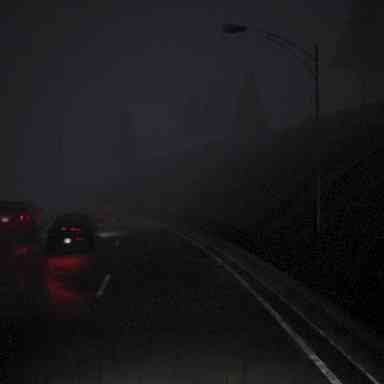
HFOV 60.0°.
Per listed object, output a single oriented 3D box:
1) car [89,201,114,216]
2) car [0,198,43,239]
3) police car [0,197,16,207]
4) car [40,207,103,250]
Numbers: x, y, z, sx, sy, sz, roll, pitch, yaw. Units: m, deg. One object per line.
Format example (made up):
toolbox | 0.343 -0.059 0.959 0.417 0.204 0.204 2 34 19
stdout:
car | -10.214 1.742 37.020 2.097 1.767 4.553 0 0 -29
car | -9.748 1.458 18.600 2.150 2.045 5.566 0 0 -16
police car | -35.492 1.866 63.226 5.238 1.638 1.930 -1 -1 40
car | -5.320 1.670 15.281 1.837 1.490 4.892 0 0 -12
